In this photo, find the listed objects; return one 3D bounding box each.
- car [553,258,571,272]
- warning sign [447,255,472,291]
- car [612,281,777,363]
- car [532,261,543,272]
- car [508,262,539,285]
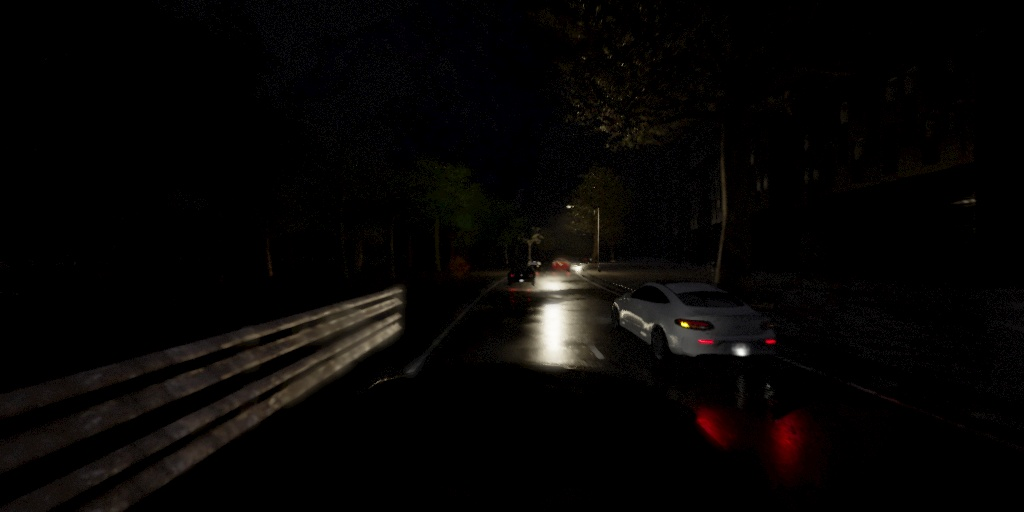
[{"bbox_3d":[6.264,1.098,45.257,2.097,1.767,4.553,0,0,9],"label":"car"},{"bbox_3d":[-2.784,0.862,19.063,1.300,1.860,1.060,0,0,3],"label":"warning sign"},{"bbox_3d":[3.648,1.273,8.005,1.812,1.442,4.674,0,0,0],"label":"car"},{"bbox_3d":[2.967,1.348,46.649,1.895,1.301,4.718,0,0,9],"label":"car"},{"bbox_3d":[0.801,1.346,26.125,1.895,1.301,4.718,0,0,4],"label":"car"}]
